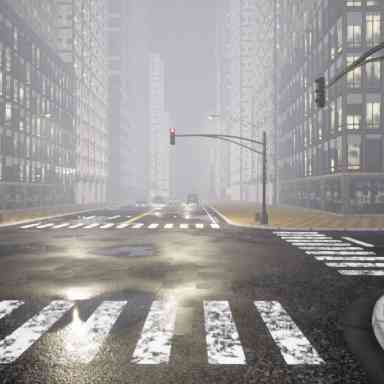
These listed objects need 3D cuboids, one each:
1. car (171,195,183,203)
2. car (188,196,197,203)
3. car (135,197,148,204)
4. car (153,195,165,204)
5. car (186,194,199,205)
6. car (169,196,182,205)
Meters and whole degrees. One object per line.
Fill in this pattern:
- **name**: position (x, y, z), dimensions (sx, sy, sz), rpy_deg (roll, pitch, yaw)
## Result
- **car**: position (-3.117, 1.495, 70.205), dimensions (2.128, 1.511, 4.902), rpy_deg (0, 0, 0)
- **car**: position (0.134, 1.541, 70.616), dimensions (1.994, 1.385, 4.181), rpy_deg (0, 0, 0)
- **car**: position (-9.628, 1.664, 64.384), dimensions (2.033, 1.411, 5.357), rpy_deg (0, 0, 0)
- **car**: position (-6.378, 1.468, 64.409), dimensions (2.097, 1.767, 4.553), rpy_deg (0, 0, 0)
- **car**: position (0.115, 1.323, 60.229), dimensions (2.150, 2.045, 5.566), rpy_deg (0, 0, 0)
- **car**: position (-3.136, 1.702, 60.233), dimensions (1.895, 1.301, 4.718), rpy_deg (0, 0, 0)
